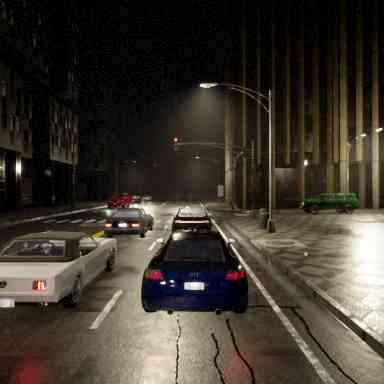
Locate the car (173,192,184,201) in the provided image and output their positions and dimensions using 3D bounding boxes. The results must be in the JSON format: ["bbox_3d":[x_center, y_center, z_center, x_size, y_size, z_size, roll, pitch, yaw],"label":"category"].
[{"bbox_3d":[-3.253,1.302,74.999,1.837,1.490,4.892,0,0,0],"label":"car"}]

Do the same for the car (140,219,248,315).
[{"bbox_3d":[0.086,1.561,7.647,1.994,1.385,4.181,0,0,1],"label":"car"}]

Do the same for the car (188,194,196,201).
[{"bbox_3d":[-0.003,1.342,74.999,2.033,1.411,5.357,0,0,0],"label":"car"}]

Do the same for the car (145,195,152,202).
[{"bbox_3d":[-9.755,1.345,72.200,1.812,1.442,4.674,0,0,0],"label":"car"}]

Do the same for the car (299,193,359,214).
[{"bbox_3d":[13.566,1.113,32.990,5.566,2.045,2.150,0,0,2],"label":"car"}]

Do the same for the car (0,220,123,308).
[{"bbox_3d":[-3.148,1.597,7.868,1.895,1.301,4.718,0,0,0],"label":"car"}]

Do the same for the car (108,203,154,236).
[{"bbox_3d":[-3.153,1.533,17.460,2.033,1.411,5.357,0,0,0],"label":"car"}]

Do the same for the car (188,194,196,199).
[{"bbox_3d":[-0.003,1.200,85.450,1.895,1.301,4.718,0,0,0],"label":"car"}]

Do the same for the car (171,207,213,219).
[{"bbox_3d":[-0.001,1.478,16.521,2.128,1.511,4.902,0,0,0],"label":"car"}]

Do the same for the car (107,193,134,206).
[{"bbox_3d":[-9.852,1.143,45.119,2.150,2.045,5.566,0,0,0],"label":"car"}]

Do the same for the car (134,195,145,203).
[{"bbox_3d":[-9.840,1.366,57.122,2.128,1.511,4.902,0,1,0],"label":"car"}]
